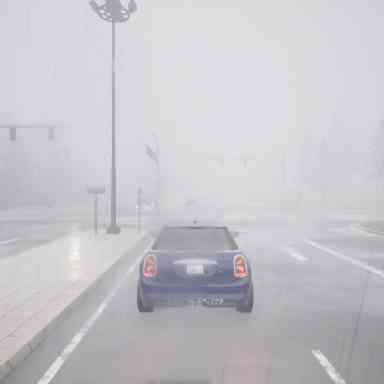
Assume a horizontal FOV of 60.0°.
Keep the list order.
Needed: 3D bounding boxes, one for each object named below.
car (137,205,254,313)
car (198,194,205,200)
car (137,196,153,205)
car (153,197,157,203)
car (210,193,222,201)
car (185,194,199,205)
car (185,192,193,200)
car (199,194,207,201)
[{"bbox_3d":[0.071,1.350,7.839,2.097,1.767,4.553,0,0,0],"label":"car"},{"bbox_3d":[2.694,1.422,95.544,1.882,1.535,5.008,0,0,-1],"label":"car"},{"bbox_3d":[-8.278,1.493,56.964,1.837,1.490,4.892,0,0,-1],"label":"car"},{"bbox_3d":[-8.366,1.491,66.210,1.837,1.490,4.892,0,0,0],"label":"car"},{"bbox_3d":[6.362,1.197,84.949,2.150,2.045,5.566,0,0,-1],"label":"car"},{"bbox_3d":[-0.157,1.514,54.658,1.812,1.442,4.674,0,0,-1],"label":"car"},{"bbox_3d":[-0.806,1.169,95.518,2.150,2.045,5.566,0,0,-1],"label":"car"},{"bbox_3d":[2.858,1.496,85.220,1.812,1.442,4.674,0,0,-1],"label":"car"}]
